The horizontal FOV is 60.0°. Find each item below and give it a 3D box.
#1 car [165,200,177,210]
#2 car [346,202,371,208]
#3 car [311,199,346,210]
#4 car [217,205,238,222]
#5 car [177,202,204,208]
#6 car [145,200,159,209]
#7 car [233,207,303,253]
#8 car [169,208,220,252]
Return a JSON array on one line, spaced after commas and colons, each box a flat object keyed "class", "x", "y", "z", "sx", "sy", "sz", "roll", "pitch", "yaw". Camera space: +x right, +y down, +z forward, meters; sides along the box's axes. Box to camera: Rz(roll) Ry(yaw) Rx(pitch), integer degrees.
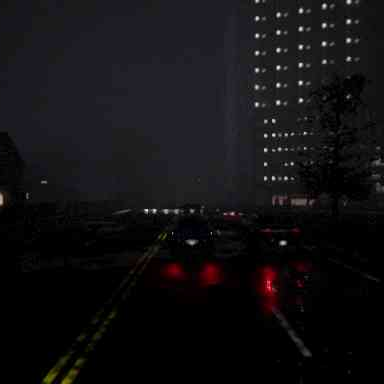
[{"class": "car", "x": -3.245, "y": 2.017, "z": 54.205, "sx": 1.882, "sy": 1.535, "sz": 5.008, "roll": 0, "pitch": -1, "yaw": 0}, {"class": "car", "x": 31.058, "y": 2.347, "z": 62.332, "sx": 4.403, "sy": 1.369, "sz": 2.008, "roll": 0, "pitch": 1, "yaw": 20}, {"class": "car", "x": 23.023, "y": 2.214, "z": 56.880, "sx": 5.009, "sy": 1.841, "sz": 2.192, "roll": 0, "pitch": 1, "yaw": 20}, {"class": "car", "x": 3.256, "y": 1.825, "z": 28.979, "sx": 2.033, "sy": 1.411, "sz": 5.357, "roll": 0, "pitch": -1, "yaw": 0}, {"class": "car", "x": 0.008, "y": 1.628, "z": 29.074, "sx": 2.097, "sy": 1.767, "sz": 4.553, "roll": 0, "pitch": -1, "yaw": 0}, {"class": "car", "x": -6.491, "y": 2.090, "z": 54.692, "sx": 2.033, "sy": 1.411, "sz": 5.357, "roll": 0, "pitch": -1, "yaw": 0}, {"class": "car", "x": 3.258, "y": 1.627, "z": 14.293, "sx": 2.128, "sy": 1.511, "sz": 4.902, "roll": 0, "pitch": 0, "yaw": 0}, {"class": "car", "x": 0.009, "y": 1.661, "z": 14.396, "sx": 1.812, "sy": 1.442, "sz": 4.674, "roll": 0, "pitch": 0, "yaw": 0}]
